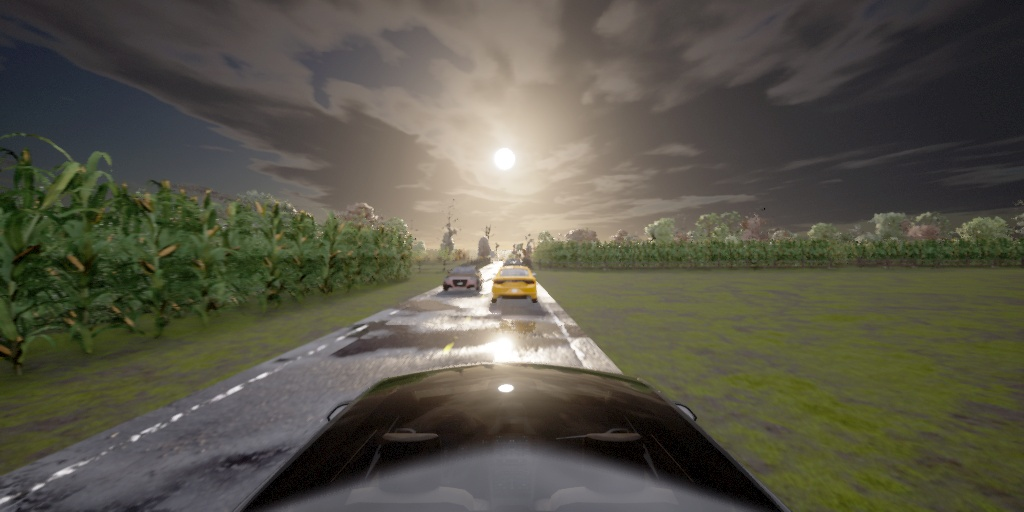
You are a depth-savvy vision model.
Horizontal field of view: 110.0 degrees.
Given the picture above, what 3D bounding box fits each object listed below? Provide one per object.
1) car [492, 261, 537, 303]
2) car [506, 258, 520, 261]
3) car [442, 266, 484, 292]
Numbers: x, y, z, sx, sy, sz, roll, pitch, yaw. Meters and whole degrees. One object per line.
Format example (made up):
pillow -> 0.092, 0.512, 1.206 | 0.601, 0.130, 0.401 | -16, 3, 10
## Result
car -> 0.103, 1.196, 16.531 | 1.882, 1.535, 5.008 | 0, 0, 0
car -> 0.107, 1.024, 35.734 | 2.097, 1.767, 4.553 | 0, 0, 0
car -> -2.745, 1.273, 20.903 | 1.994, 1.385, 4.181 | 0, 0, 0
